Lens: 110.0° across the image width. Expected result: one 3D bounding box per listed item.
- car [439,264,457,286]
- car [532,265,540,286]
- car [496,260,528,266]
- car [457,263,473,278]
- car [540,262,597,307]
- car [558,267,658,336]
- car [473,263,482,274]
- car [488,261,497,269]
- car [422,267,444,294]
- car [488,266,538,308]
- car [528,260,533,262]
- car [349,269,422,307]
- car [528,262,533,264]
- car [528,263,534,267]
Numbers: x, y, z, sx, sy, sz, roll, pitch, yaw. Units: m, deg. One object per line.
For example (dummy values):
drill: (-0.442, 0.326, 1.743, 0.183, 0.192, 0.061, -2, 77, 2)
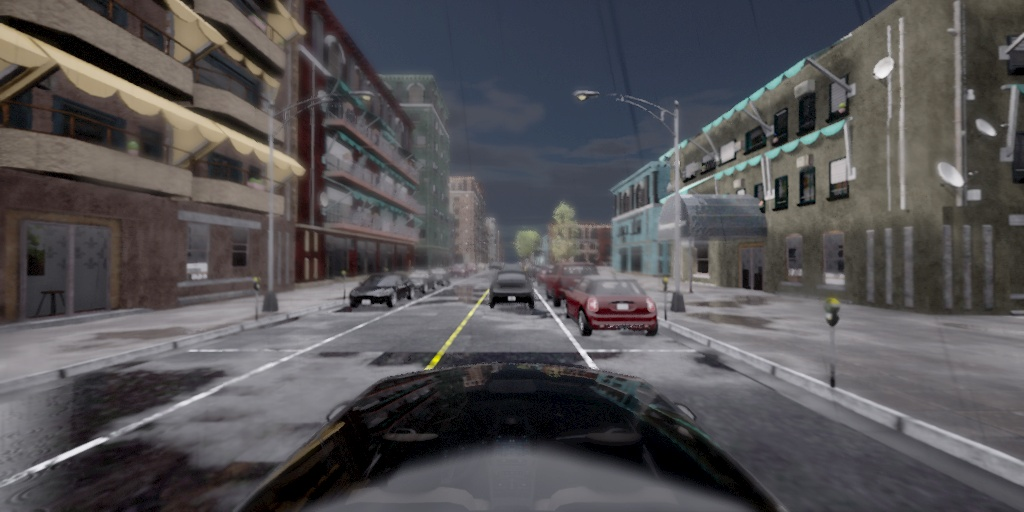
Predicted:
car: (-5.697, 1.543, 27.257, 2.007, 1.370, 4.403, 0, 0, 0)
car: (2.683, 1.574, 27.259, 1.802, 1.307, 4.207, 0, 0, 0)
car: (-0.006, 1.380, 30.933, 2.097, 1.767, 4.553, 0, -1, 0)
car: (-5.701, 1.548, 38.334, 1.967, 1.591, 4.097, 0, 0, 0)
car: (2.687, 1.199, 16.184, 2.192, 1.841, 5.009, 0, 0, 0)
car: (2.688, 1.272, 10.644, 1.967, 1.591, 4.097, 0, 0, 0)
car: (-5.704, 1.666, 49.413, 1.967, 1.591, 4.097, 0, 0, 0)
car: (-3.066, 1.737, 64.325, 2.097, 1.767, 4.553, 0, -1, 1)
car: (-5.695, 1.488, 21.719, 2.007, 1.370, 4.403, 0, 0, 0)
car: (0.000, 1.392, 16.159, 1.837, 1.490, 4.892, 0, 0, 0)
car: (2.675, 1.810, 55.124, 1.751, 1.417, 4.829, 0, 0, 0)
car: (-5.694, 1.450, 16.182, 1.948, 1.339, 4.313, 0, 0, 0)
car: (2.680, 1.658, 38.336, 2.007, 1.370, 4.403, 0, 0, 0)
car: (2.682, 1.615, 32.799, 1.948, 1.339, 4.313, 0, 0, 0)
